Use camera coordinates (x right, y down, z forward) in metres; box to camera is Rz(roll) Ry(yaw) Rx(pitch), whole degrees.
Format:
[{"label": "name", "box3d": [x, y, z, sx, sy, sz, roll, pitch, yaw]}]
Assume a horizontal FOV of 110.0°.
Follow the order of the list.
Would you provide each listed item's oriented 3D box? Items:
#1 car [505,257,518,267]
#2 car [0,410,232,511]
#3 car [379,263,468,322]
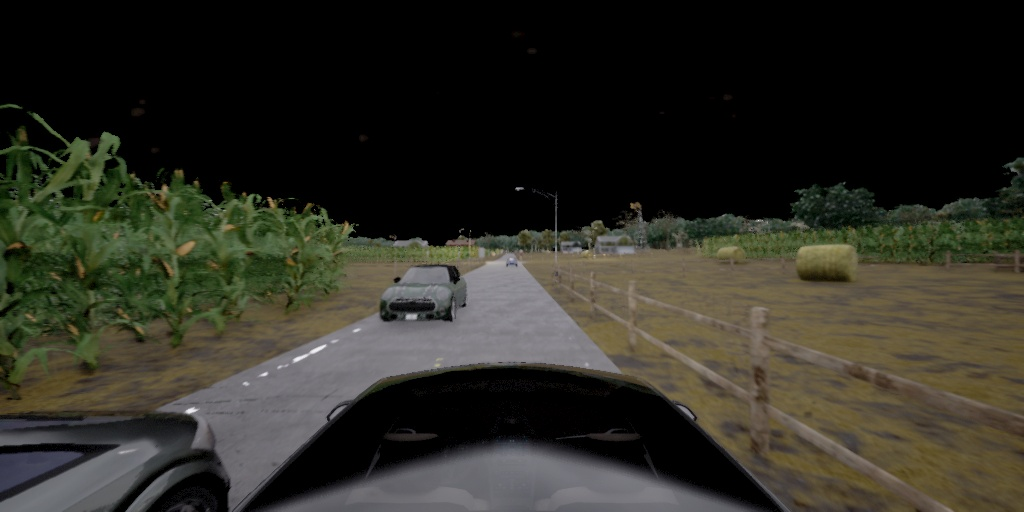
[{"label": "car", "box3d": [-0.026, 0.944, 55.629, 2.033, 1.411, 5.357, 0, 0, 0]}, {"label": "car", "box3d": [-2.837, 1.316, 0.595, 1.994, 1.385, 4.181, 0, 0, 0]}, {"label": "car", "box3d": [-2.763, 1.071, 12.123, 2.097, 1.767, 4.553, 0, 0, 0]}]
